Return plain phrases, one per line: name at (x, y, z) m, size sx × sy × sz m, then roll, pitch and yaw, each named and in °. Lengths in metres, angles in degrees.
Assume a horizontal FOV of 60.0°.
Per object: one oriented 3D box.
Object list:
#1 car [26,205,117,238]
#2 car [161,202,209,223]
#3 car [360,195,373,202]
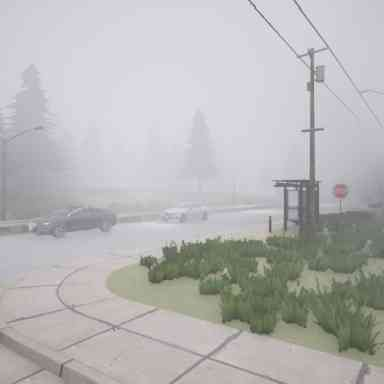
car at (-6.269, 1.492, 17.849) m, size 2.128 × 1.511 × 4.902 m, roll 0°, pitch 0°, yaw 36°
car at (-0.422, 1.527, 25.920) m, size 1.812 × 1.442 × 4.674 m, roll 0°, pitch 0°, yaw 36°
car at (39.852, 1.356, 75.877) m, size 2.097 × 1.767 × 4.553 m, roll 0°, pitch 0°, yaw 36°
